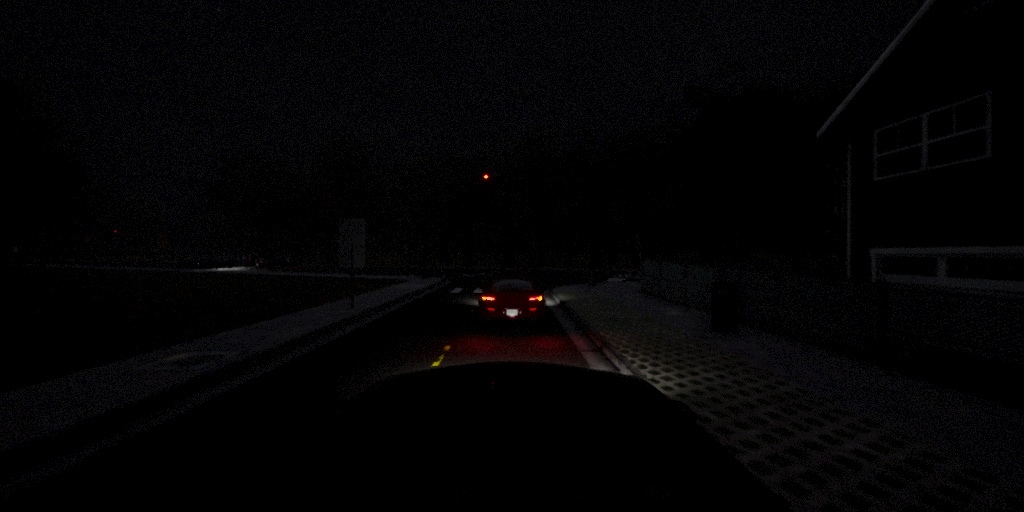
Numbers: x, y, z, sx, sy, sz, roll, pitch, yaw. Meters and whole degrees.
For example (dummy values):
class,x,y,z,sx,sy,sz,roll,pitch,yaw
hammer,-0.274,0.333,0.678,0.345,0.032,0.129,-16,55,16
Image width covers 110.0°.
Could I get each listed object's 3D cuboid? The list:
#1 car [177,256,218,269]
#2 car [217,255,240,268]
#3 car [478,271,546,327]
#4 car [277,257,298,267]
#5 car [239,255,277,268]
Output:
class,x,y,z,sx,sy,sz,roll,pitch,yaw
car,-39.567,0.983,44.882,4.718,1.301,1.895,0,0,24
car,-39.694,0.908,48.493,5.357,1.411,2.033,0,0,24
car,0.007,1.192,11.064,1.812,1.442,4.674,0,1,0
car,-33.721,0.868,53.056,4.674,1.442,1.812,0,0,24
car,-35.701,0.919,50.381,4.181,1.385,1.994,0,0,24
